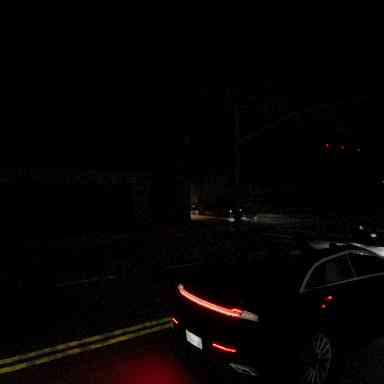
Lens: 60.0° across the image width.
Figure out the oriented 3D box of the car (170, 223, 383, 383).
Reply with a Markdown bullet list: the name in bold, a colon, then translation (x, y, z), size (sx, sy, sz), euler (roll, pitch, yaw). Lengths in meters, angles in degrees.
- **car**: translation (1.998, 1.492, 5.255), size (4.902, 1.511, 2.128), euler (0, 0, -35)

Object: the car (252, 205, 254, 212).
- **car**: translation (4.295, 1.478, 34.845), size (1.882, 1.535, 5.008), euler (0, 0, -37)

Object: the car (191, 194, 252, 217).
- **car**: translation (2.578, 1.222, 31.302), size (2.150, 2.045, 5.566), euler (0, 0, -36)

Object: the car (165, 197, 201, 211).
- **car**: translation (-1.243, 1.492, 42.265), size (2.128, 1.511, 4.902), euler (0, 0, -37)

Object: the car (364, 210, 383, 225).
- **car**: translation (9.422, 1.526, 15.272), size (4.674, 1.442, 1.812), euler (0, 0, -37)
